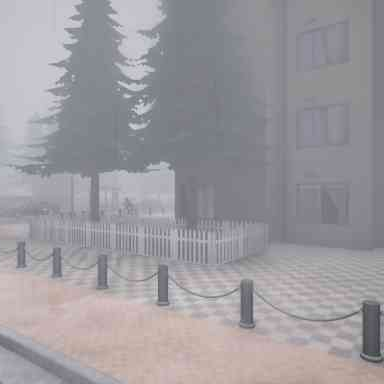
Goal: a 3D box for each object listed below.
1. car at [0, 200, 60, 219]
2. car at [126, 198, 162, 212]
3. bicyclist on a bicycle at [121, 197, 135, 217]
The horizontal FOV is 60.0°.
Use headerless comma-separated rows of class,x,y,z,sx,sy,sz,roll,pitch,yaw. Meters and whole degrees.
car,-13.994,1.476,28.913,2.128,1.511,4.902,0,0,37
car,-5.723,1.462,39.791,1.882,1.535,5.008,0,0,37
bicyclist on a bicycle,-5.388,1.285,27.873,1.656,1.620,0.582,0,0,37
